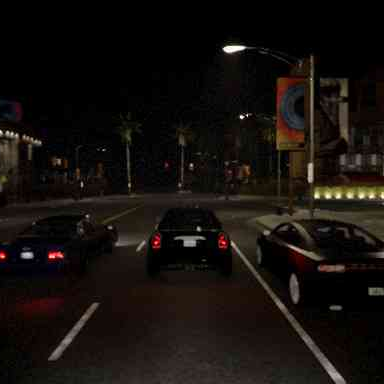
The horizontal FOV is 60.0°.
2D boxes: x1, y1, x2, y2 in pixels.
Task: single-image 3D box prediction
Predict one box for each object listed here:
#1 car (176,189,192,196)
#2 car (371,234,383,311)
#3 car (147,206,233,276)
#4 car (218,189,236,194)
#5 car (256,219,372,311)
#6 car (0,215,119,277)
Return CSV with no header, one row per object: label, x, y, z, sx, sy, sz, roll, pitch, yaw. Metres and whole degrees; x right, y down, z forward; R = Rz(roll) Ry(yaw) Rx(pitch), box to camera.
car,-1.875,0.125,80.664,1.812,1.442,4.674,1,1,36
car,3.024,1.330,1.186,2.185,1.767,4.553,0,1,-1
car,-0.065,1.178,9.920,2.097,1.767,4.553,0,1,0
car,9.719,-0.054,91.711,5.357,1.411,2.033,-1,1,-37
car,2.802,1.345,7.610,2.097,1.535,5.008,0,1,-1
car,-3.564,1.377,9.675,2.033,1.411,5.357,0,1,0
